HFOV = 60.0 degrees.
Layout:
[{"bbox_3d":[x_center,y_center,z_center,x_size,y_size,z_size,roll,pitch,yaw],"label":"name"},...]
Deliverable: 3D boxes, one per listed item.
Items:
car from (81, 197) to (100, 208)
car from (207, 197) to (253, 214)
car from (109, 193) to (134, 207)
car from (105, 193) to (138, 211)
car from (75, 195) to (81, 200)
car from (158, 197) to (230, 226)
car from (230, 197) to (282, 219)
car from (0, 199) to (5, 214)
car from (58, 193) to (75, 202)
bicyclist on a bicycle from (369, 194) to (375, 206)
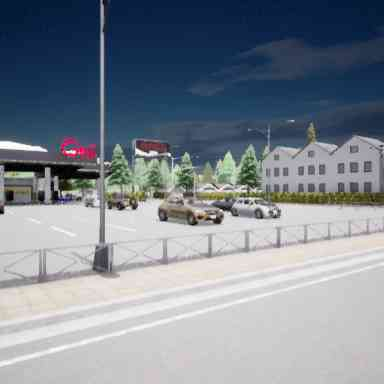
[{"bbox_3d":[-12.735,1.338,43.953,1.970,1.475,3.806,0,0,-36],"label":"car"},{"bbox_3d":[3.685,1.278,32.954,2.007,1.523,4.514,0,0,-36],"label":"car"},{"bbox_3d":[-9.674,1.055,45.386,1.905,1.878,3.866,0,0,-36],"label":"car"},{"bbox_3d":[-7.780,1.075,37.072,1.932,1.855,4.605,0,0,-36],"label":"car"},{"bbox_3d":[-28.733,1.288,80.510,3.866,1.878,1.905,0,0,-36],"label":"car"},{"bbox_3d":[-0.238,1.133,21.098,2.152,1.636,5.027,0,0,-36],"label":"car"},{"bbox_3d":[4.798,1.212,25.089,1.970,1.475,3.806,0,0,-36],"label":"car"},{"bbox_3d":[-18.333,1.274,30.417,2.007,1.523,4.514,0,0,-36],"label":"car"},{"bbox_3d":[-28.976,1.455,73.382,4.611,1.667,2.242,0,0,-36],"label":"car"},{"bbox_3d":[23.818,1.097,43.988,1.656,1.620,0.582,0,0,-35],"label":"bicyclist on a bicycle"}]
